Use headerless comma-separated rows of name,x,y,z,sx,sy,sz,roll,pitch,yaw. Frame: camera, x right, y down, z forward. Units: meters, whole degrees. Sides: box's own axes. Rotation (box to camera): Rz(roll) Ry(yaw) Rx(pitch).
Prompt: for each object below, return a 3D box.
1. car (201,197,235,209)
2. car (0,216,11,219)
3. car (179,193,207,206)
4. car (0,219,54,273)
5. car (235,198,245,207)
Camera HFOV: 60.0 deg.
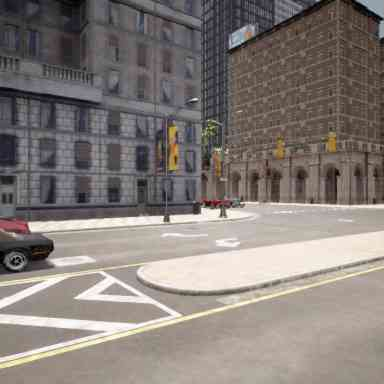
car,3.280,1.478,46.419,1.882,1.535,5.008,0,0,-35
car,-8.443,1.526,12.113,4.674,1.442,1.812,0,0,-35
car,0.072,1.221,57.150,2.150,2.045,5.566,0,0,-34
car,-6.499,1.601,9.208,4.718,1.301,1.895,0,0,-35
car,5.710,1.491,49.049,2.128,1.511,4.902,0,0,-35
